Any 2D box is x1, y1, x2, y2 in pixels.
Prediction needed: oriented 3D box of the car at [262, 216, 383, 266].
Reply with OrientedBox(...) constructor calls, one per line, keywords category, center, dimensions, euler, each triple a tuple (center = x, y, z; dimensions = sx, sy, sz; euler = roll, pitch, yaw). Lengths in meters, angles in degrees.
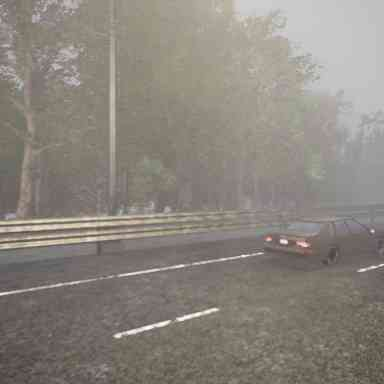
OrientedBox(category="car", center=(4.810, 1.550, 11.537), dimensions=(5.357, 1.411, 2.033), euler=(0, 0, -36))
